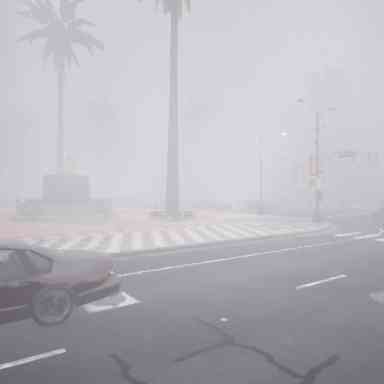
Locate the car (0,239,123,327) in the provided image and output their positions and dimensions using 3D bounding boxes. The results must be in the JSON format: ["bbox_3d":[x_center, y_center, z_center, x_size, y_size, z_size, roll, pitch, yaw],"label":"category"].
[{"bbox_3d":[-3.903,1.547,5.492,5.357,1.411,2.033,0,0,-36],"label":"car"}]

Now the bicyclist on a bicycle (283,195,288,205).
[{"bbox_3d":[15.280,1.301,54.441,0.582,1.620,1.656,0,0,42],"label":"bicyclist on a bicycle"}]

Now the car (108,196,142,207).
[{"bbox_3d":[-10.025,1.352,51.284,4.553,1.767,2.097,0,0,10],"label":"car"}]

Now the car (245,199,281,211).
[{"bbox_3d":[8.491,1.526,40.174,1.812,1.442,4.674,0,0,-41],"label":"car"}]

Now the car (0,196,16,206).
[{"bbox_3d":[-31.100,1.505,53.609,4.892,1.490,1.837,0,0,-16],"label":"car"}]

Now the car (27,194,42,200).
[{"bbox_3d":[-26.037,1.221,58.550,5.566,2.045,2.150,0,0,-10],"label":"car"}]

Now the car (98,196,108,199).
[{"bbox_3d":[-15.829,1.492,59.107,4.902,1.511,2.128,0,0,2],"label":"car"}]

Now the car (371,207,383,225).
[{"bbox_3d":[13.310,1.564,21.466,1.994,1.385,4.181,0,0,7],"label":"car"}]

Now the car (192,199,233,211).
[{"bbox_3d":[2.453,1.547,41.622,5.357,1.411,2.033,0,0,40],"label":"car"}]
